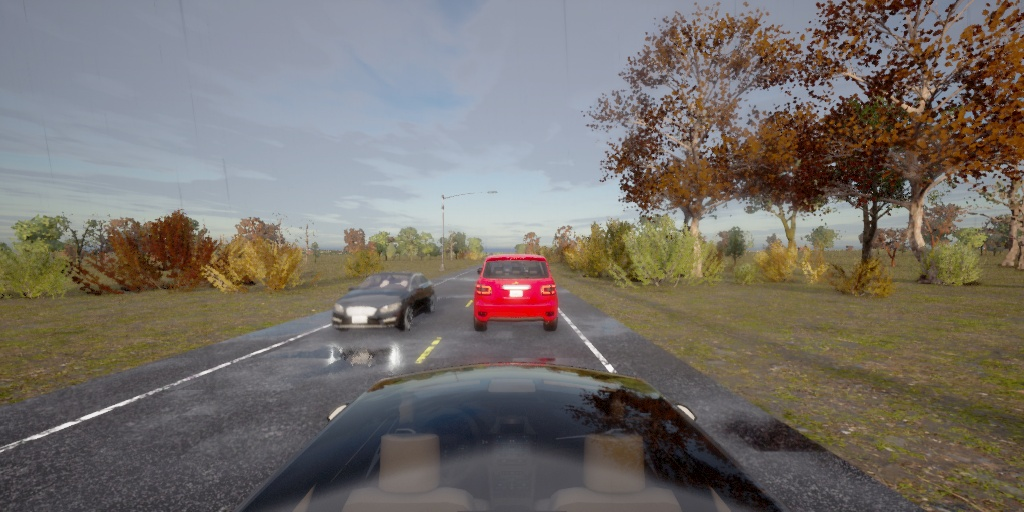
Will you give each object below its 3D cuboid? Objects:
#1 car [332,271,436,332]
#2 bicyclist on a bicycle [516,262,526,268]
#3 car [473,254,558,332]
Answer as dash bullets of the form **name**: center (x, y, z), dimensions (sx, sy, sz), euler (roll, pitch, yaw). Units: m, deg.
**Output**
- **car**: center (-3.620, 1.238, 10.960), dimensions (2.128, 1.511, 4.902), euler (0, 0, 0)
- **bicyclist on a bicycle**: center (0.857, 1.110, 30.227), dimensions (0.659, 1.776, 1.843), euler (0, 0, 0)
- **car**: center (0.077, 0.968, 11.048), dimensions (2.150, 2.045, 5.566), euler (0, 0, -1)
